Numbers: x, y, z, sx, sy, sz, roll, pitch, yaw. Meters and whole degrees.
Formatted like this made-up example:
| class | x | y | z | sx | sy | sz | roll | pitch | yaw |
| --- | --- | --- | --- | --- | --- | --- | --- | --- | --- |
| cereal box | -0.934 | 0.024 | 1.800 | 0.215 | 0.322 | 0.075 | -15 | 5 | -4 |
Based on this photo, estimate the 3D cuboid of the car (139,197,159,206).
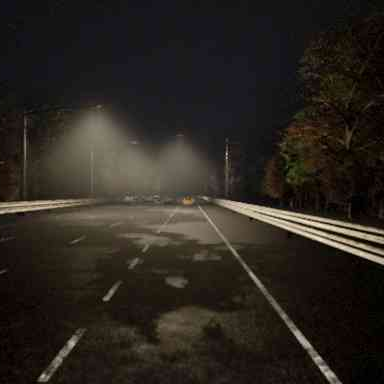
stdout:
| class | x | y | z | sx | sy | sz | roll | pitch | yaw |
| --- | --- | --- | --- | --- | --- | --- | --- | --- | --- |
| car | -7.569 | 1.719 | 59.233 | 2.128 | 1.511 | 4.902 | 0 | 0 | -1 |

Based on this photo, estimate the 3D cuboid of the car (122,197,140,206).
| class | x | y | z | sx | sy | sz | roll | pitch | yaw |
| --- | --- | --- | --- | --- | --- | --- | --- | --- | --- |
| car | -11.069 | 1.752 | 59.199 | 2.033 | 1.411 | 5.357 | 0 | 0 | -1 |

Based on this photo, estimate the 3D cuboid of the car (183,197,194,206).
| class | x | y | z | sx | sy | sz | roll | pitch | yaw |
| --- | --- | --- | --- | --- | --- | --- | --- | --- | --- |
| car | -0.570 | 1.744 | 59.301 | 1.882 | 1.535 | 5.008 | 0 | 0 | -1 |

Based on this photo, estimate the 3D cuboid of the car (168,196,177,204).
| class | x | y | z | sx | sy | sz | roll | pitch | yaw |
| --- | --- | --- | --- | --- | --- | --- | --- | --- | --- |
| car | -4.196 | 1.758 | 72.334 | 1.882 | 1.535 | 5.008 | 0 | 0 | -1 |

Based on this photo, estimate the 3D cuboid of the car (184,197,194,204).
| class | x | y | z | sx | sy | sz | roll | pitch | yaw |
| --- | --- | --- | --- | --- | --- | --- | --- | --- | --- |
| car | -0.697 | 1.843 | 72.417 | 2.033 | 1.411 | 5.357 | 0 | 0 | -1 |

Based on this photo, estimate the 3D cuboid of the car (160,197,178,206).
| class | x | y | z | sx | sy | sz | roll | pitch | yaw |
| --- | --- | --- | --- | --- | --- | --- | --- | --- | --- |
| car | -4.070 | 1.793 | 59.267 | 2.033 | 1.411 | 5.357 | 0 | 0 | -1 |

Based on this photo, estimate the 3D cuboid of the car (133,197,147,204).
| class | x | y | z | sx | sy | sz | roll | pitch | yaw |
| --- | --- | --- | --- | --- | --- | --- | --- | --- | --- |
| car | -11.192 | 1.766 | 71.898 | 2.033 | 1.411 | 5.357 | 0 | 0 | -1 |
